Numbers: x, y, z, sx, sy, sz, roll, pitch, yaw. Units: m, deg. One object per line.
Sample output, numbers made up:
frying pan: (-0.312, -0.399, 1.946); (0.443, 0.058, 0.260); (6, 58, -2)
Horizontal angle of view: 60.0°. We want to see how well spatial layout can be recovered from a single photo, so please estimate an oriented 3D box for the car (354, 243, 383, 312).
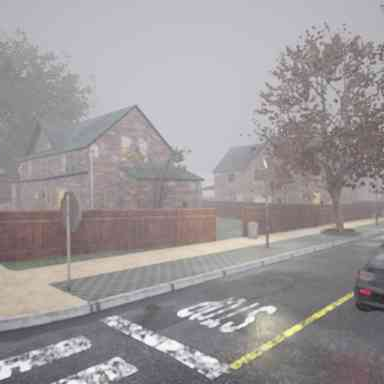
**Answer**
car: (4.862, 1.613, 6.894); (1.812, 1.442, 4.674); (-1, -1, 44)
